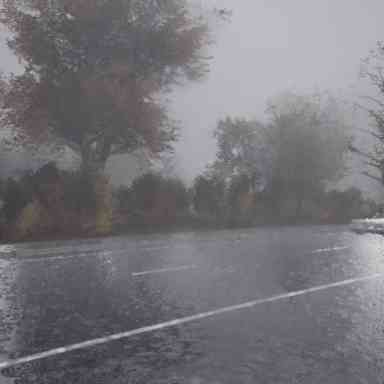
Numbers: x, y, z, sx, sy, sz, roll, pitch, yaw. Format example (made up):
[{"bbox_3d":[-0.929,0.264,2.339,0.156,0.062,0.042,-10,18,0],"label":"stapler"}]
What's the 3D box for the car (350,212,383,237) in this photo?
[{"bbox_3d":[10.926,1.730,18.206,4.718,1.301,1.895,0,-1,-26],"label":"car"}]
